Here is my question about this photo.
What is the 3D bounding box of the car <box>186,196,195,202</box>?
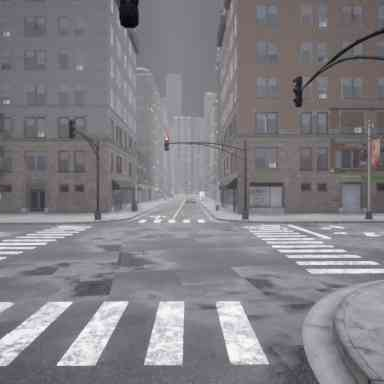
[{"bbox_3d":[-0.375,1.484,73.703,1.895,1.301,4.718,0,0,0],"label":"car"}]

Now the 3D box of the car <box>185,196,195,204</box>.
[{"bbox_3d":[-0.306,1.650,63.698,1.895,1.301,4.718,0,0,0],"label":"car"}]
